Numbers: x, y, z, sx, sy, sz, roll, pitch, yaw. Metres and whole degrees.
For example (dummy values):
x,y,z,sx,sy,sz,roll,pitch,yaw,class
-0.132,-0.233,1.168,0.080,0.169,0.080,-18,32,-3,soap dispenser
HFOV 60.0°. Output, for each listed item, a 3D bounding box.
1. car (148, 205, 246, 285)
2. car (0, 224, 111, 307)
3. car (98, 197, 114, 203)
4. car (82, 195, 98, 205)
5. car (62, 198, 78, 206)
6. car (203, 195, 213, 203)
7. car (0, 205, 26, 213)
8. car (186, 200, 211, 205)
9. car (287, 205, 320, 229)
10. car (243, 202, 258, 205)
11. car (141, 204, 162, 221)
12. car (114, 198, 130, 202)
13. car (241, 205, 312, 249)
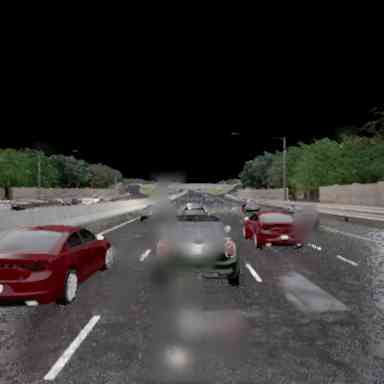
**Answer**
x,y,z,sx,sy,sz,roll,pitch,yaw,class
0.117,1.421,9.843,2.097,1.767,4.553,0,0,0,car
-3.387,1.535,8.226,1.882,1.535,5.008,0,0,0,car
-17.000,1.954,67.768,1.882,1.535,5.008,0,0,1,car
-20.499,1.700,67.793,2.150,2.045,5.566,0,0,1,car
-24.031,1.949,65.645,1.837,1.490,4.892,0,0,1,car
4.250,2.179,83.339,1.895,1.301,4.718,0,0,1,car
-14.016,1.707,24.987,1.812,1.442,4.674,0,0,0,car
0.199,1.700,28.392,2.128,1.511,4.902,0,0,0,car
7.165,1.660,22.923,2.128,1.511,4.902,0,0,0,car
7.298,1.866,41.417,1.994,1.385,4.181,0,0,1,car
-3.295,1.778,29.267,1.994,1.385,4.181,0,0,0,car
-13.522,1.953,66.342,1.837,1.490,4.892,0,0,1,car
3.531,1.588,15.117,1.882,1.535,5.008,0,0,0,car
